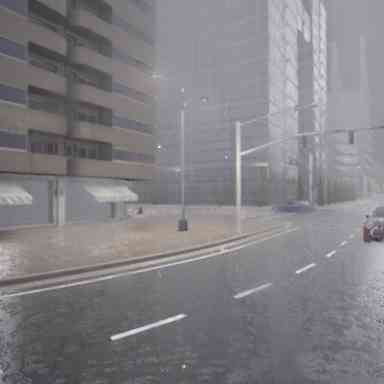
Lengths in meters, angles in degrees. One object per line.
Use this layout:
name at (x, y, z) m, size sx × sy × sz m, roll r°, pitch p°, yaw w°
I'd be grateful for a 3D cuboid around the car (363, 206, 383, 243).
car at (9.557, 1.457, 15.955) m, size 2.097 × 1.767 × 4.553 m, roll 0°, pitch 0°, yaw 32°

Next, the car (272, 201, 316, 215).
car at (11.173, 1.706, 36.641) m, size 4.674 × 1.442 × 1.812 m, roll -2°, pitch -1°, yaw 42°
